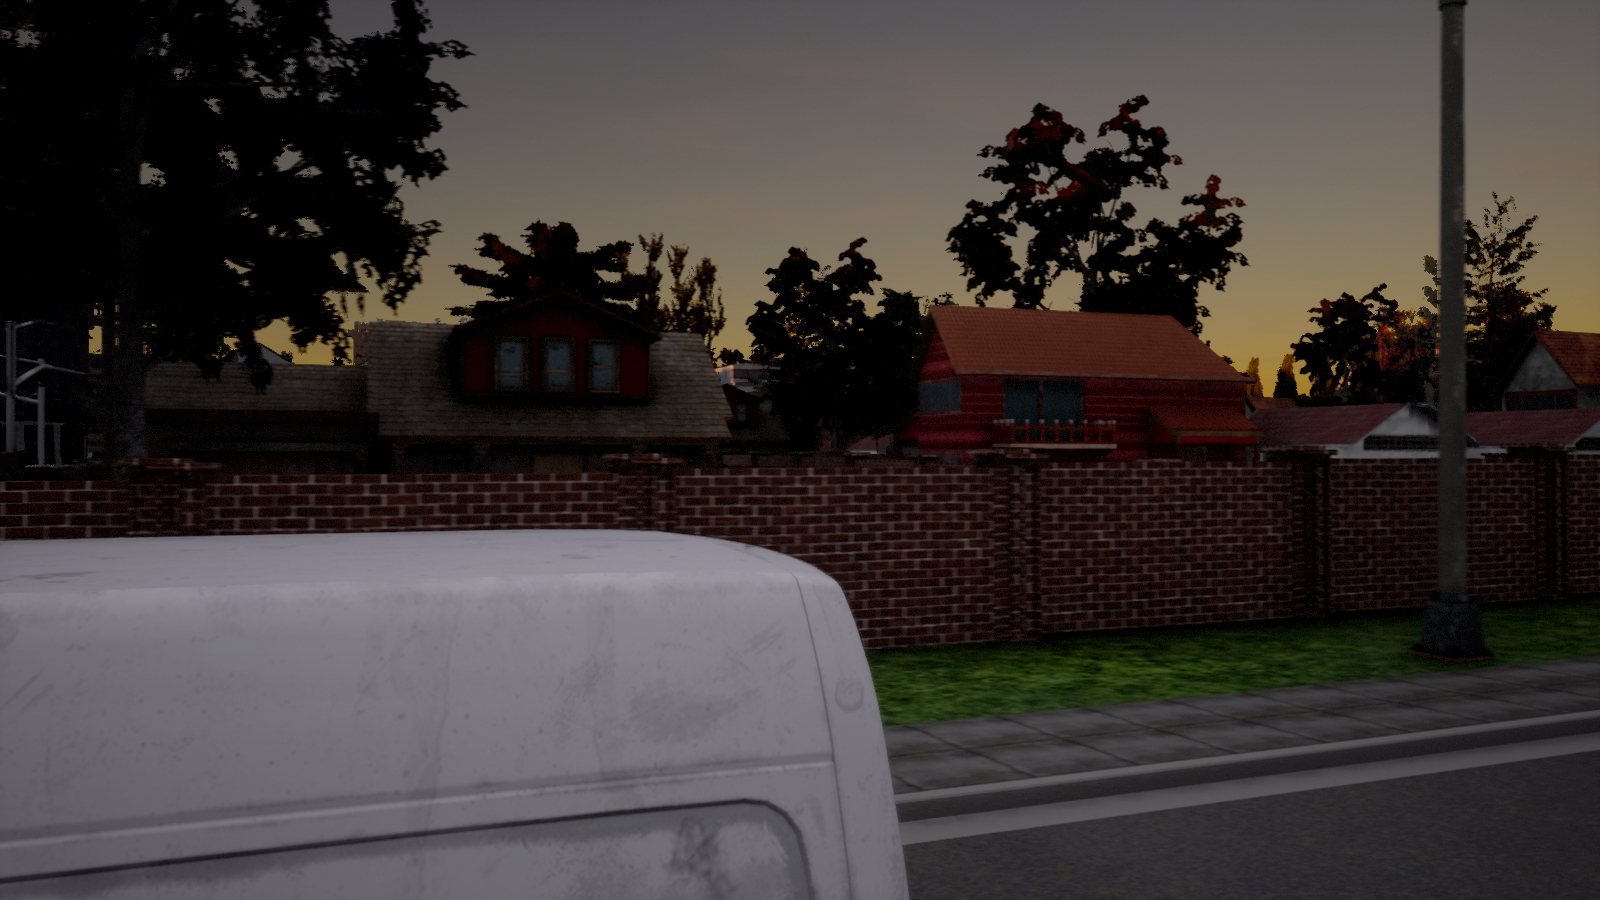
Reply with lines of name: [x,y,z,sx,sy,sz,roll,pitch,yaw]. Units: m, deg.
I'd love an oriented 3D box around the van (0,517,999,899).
van: [-2.704,1.531,2.310,5.915,2.561,1.988,0,0,-20]
